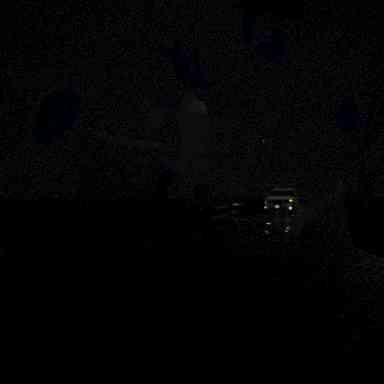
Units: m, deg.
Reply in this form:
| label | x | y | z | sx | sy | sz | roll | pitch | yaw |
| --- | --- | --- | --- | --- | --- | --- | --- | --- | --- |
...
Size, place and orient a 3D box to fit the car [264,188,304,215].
| label | x | y | z | sx | sy | sz | roll | pitch | yaw |
| --- | --- | --- | --- | --- | --- | --- | --- | --- | --- |
| car | 7.394 | 0.703 | 26.925 | 2.150 | 2.045 | 5.566 | 1 | 1 | 24 |

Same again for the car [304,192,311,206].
| label | x | y | z | sx | sy | sz | roll | pitch | yaw |
| --- | --- | --- | --- | --- | --- | --- | --- | --- | --- |
| car | 12.745 | 0.801 | 38.783 | 1.837 | 1.490 | 4.892 | 1 | 1 | 24 |
